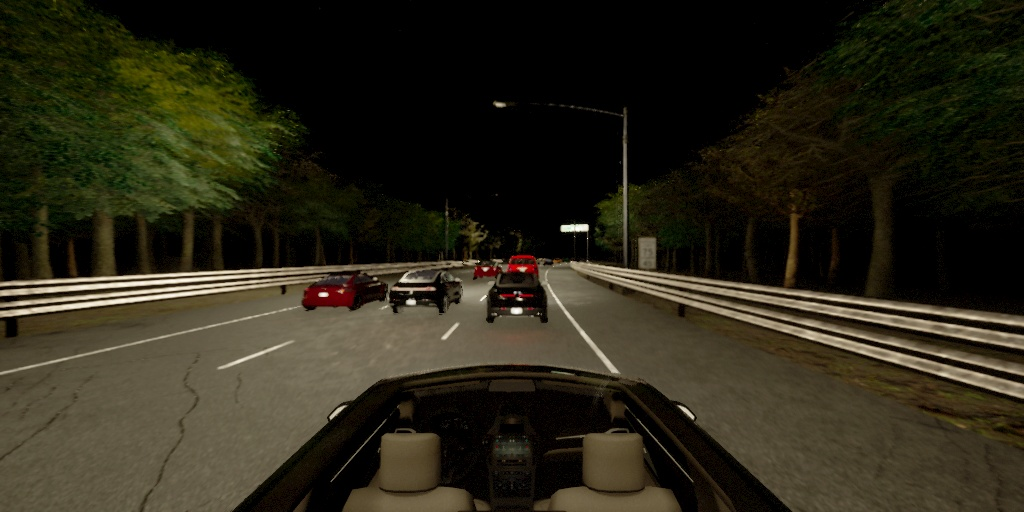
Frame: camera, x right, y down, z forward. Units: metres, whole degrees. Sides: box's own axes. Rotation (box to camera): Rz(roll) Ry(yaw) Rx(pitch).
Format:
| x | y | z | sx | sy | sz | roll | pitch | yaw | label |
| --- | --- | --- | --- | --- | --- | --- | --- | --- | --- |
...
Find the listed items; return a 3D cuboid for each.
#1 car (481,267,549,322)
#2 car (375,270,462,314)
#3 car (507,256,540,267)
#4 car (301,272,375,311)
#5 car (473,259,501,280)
| x | y | z | sx | sy | sz | roll | pitch | yaw | label |
| --- | --- | --- | --- | --- | --- | --- | --- | --- | --- |
| 0.204 | 1.284 | 12.404 | 1.837 | 1.490 | 4.892 | 0 | 0 | 2 | car |
| -3.133 | 1.271 | 13.820 | 2.128 | 1.511 | 4.902 | 0 | 0 | 2 | car |
| 0.828 | 1.033 | 25.620 | 2.150 | 2.045 | 5.566 | 0 | 0 | 4 | car |
| -6.604 | 1.344 | 14.696 | 1.994 | 1.385 | 4.181 | 0 | 0 | 2 | car |
| -2.079 | 1.179 | 32.169 | 2.097 | 1.767 | 4.553 | 0 | 0 | 4 | car |
